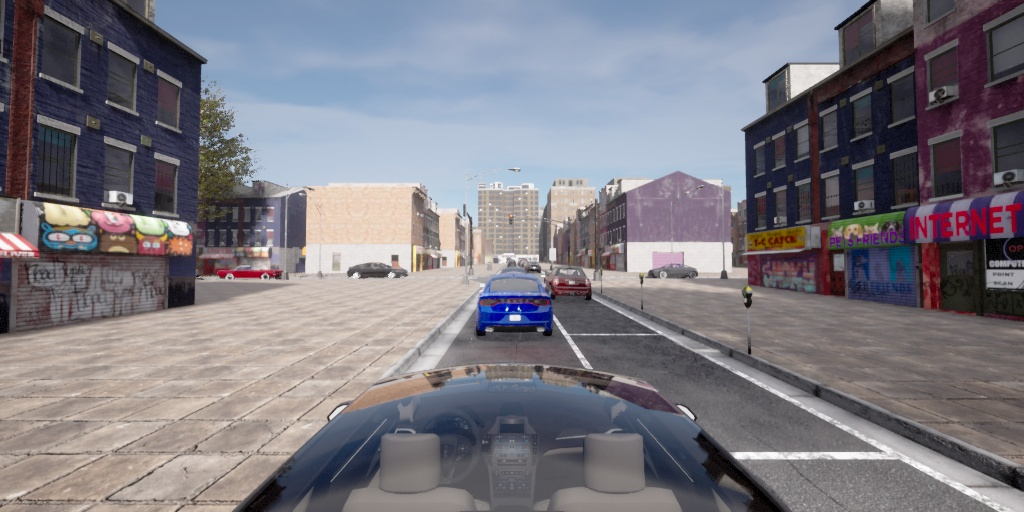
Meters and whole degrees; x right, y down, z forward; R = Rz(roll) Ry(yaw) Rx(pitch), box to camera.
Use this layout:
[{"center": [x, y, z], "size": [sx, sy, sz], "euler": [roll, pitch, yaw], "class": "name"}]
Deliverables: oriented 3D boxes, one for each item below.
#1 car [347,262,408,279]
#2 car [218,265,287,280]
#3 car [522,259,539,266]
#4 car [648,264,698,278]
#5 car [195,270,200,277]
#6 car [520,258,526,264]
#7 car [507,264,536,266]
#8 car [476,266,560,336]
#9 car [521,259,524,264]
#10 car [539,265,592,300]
[{"center": [-11.150, 1.270, 29.896], "size": [4.892, 1.490, 1.837], "euler": [-1, -2, 1], "class": "car"}, {"center": [-21.506, 1.436, 29.929], "size": [4.718, 1.301, 1.895], "euler": [-1, -2, 0], "class": "car"}, {"center": [2.634, 1.420, 44.566], "size": [1.948, 1.339, 4.313], "euler": [0, 0, 0], "class": "car"}, {"center": [14.605, 1.379, 32.653], "size": [4.181, 1.385, 1.994], "euler": [0, -2, 0], "class": "car"}, {"center": [-31.936, 1.592, 32.945], "size": [5.357, 1.411, 2.033], "euler": [-1, -2, 0], "class": "car"}, {"center": [2.633, 1.448, 55.609], "size": [1.751, 1.417, 4.829], "euler": [0, 0, 0], "class": "car"}, {"center": [0.098, 1.292, 18.022], "size": [1.812, 1.442, 4.674], "euler": [0, 0, 0], "class": "car"}, {"center": [0.039, 1.233, 10.485], "size": [1.882, 1.535, 5.008], "euler": [0, 0, -1], "class": "car"}, {"center": [2.633, 1.452, 50.002], "size": [1.948, 1.339, 4.313], "euler": [0, 0, 0], "class": "car"}, {"center": [2.635, 1.206, 17.822], "size": [1.967, 1.591, 4.097], "euler": [0, 0, 0], "class": "car"}]
